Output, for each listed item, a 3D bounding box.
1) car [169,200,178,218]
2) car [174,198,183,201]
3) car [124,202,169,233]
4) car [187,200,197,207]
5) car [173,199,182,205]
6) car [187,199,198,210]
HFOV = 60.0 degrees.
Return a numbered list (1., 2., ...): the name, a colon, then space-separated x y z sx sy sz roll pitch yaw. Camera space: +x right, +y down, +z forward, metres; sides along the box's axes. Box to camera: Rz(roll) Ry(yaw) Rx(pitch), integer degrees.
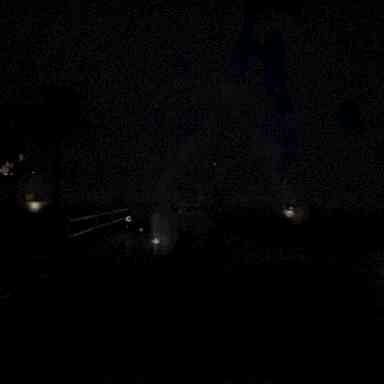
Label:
1. car: -2.868 1.846 34.134 2.128 1.511 4.902 0 -1 0
2. car: -2.786 1.862 61.796 1.837 1.490 4.892 0 -1 0
3. car: -2.861 1.559 20.974 2.097 1.767 4.553 0 -1 0
4. car: -0.005 2.291 67.471 1.837 1.490 4.892 0 -1 0
5. car: -2.870 2.056 46.620 2.033 1.411 5.357 0 -1 0
6. car: 0.070 2.134 52.659 2.033 1.411 5.357 0 -1 0
